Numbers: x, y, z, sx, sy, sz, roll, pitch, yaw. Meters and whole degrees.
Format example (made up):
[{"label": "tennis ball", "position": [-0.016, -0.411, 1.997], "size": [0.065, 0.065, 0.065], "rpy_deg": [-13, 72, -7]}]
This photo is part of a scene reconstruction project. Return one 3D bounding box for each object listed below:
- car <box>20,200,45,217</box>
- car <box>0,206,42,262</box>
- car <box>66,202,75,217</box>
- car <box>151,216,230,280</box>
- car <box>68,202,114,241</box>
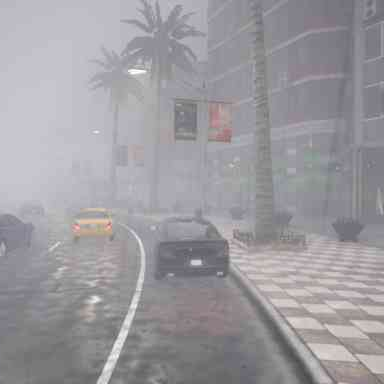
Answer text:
[{"label": "car", "position": [-14.862, 1.512, 30.871], "size": [1.812, 1.442, 4.674], "rpy_deg": [0, 0, -29]}, {"label": "car", "position": [-7.208, 1.472, 11.930], "size": [1.882, 1.535, 5.008], "rpy_deg": [0, 0, -10]}, {"label": "car", "position": [-9.575, 1.537, 28.621], "size": [2.033, 1.411, 5.357], "rpy_deg": [0, 0, -28]}, {"label": "car", "position": [-0.213, 1.474, 10.104], "size": [1.882, 1.535, 5.008], "rpy_deg": [0, 0, -7]}, {"label": "car", "position": [-4.878, 1.452, 16.719], "size": [1.801, 1.575, 5.366], "rpy_deg": [0, 0, -15]}]
